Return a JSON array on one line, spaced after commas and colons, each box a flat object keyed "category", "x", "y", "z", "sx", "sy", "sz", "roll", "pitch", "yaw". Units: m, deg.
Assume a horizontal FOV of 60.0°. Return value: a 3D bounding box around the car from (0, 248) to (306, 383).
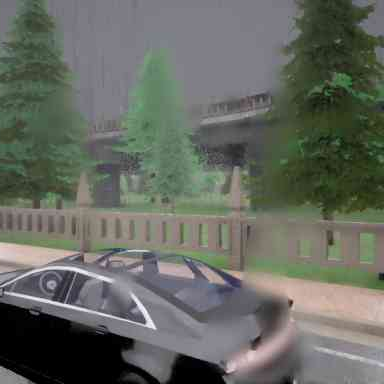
[{"category": "car", "x": -1.148, "y": 1.492, "z": 4.221, "sx": 4.902, "sy": 1.511, "sz": 2.128, "roll": 0, "pitch": 0, "yaw": 33}]
